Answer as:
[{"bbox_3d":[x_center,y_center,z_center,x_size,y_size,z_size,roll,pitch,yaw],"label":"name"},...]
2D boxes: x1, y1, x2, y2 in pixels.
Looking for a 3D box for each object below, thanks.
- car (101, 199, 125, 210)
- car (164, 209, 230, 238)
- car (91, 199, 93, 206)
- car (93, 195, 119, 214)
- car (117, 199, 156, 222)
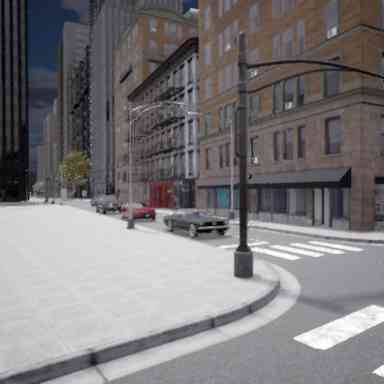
[{"bbox_3d":[-11.412,1.705,47.749,2.033,1.411,5.357,-1,0,-27],"label":"car"},{"bbox_3d":[0.130,1.625,18.235,1.895,1.301,4.718,-1,0,-26],"label":"car"},{"bbox_3d":[-16.138,1.571,57.329,2.097,1.767,4.553,-1,0,-25],"label":"car"},{"bbox_3d":[-9.191,1.345,37.156,2.150,2.045,5.566,-1,0,-27],"label":"car"},{"bbox_3d":[-4.506,1.549,27.631,1.882,1.535,5.008,-1,0,-26],"label":"car"}]
